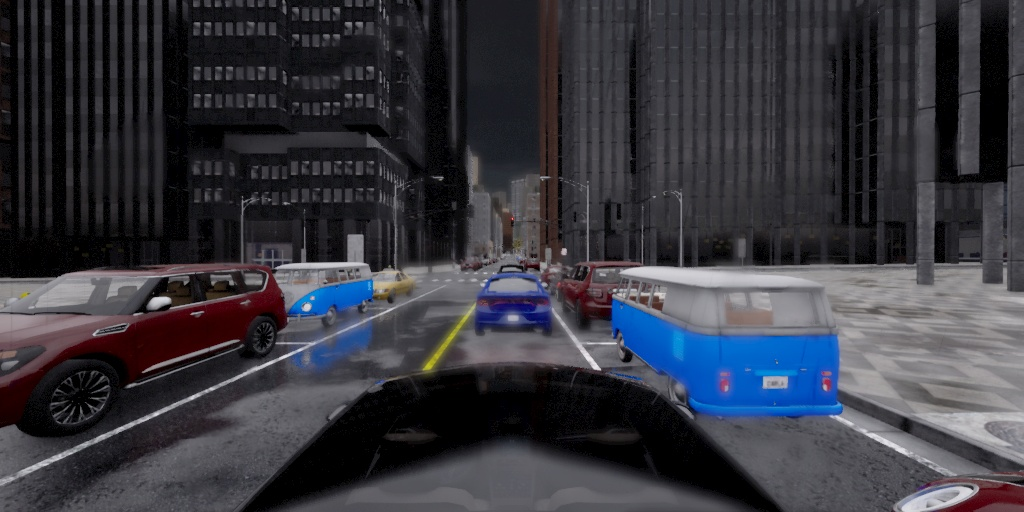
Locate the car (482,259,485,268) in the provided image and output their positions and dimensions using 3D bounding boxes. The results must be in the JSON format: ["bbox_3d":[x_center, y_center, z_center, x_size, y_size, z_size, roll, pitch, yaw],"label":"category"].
[{"bbox_3d":[-5.762,1.090,54.882,2.192,1.841,5.009,0,0,0],"label":"car"}]

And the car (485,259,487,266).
[{"bbox_3d":[-5.762,1.348,60.525,1.948,1.339,4.313,0,0,0],"label":"car"}]

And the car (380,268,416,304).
[{"bbox_3d":[-5.763,1.276,16.505,1.751,1.417,4.829,0,0,0],"label":"car"}]

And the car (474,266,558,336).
[{"bbox_3d":[0.058,1.228,10.426,1.882,1.535,5.008,0,0,1],"label":"car"}]

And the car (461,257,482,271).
[{"bbox_3d":[-5.762,1.084,49.239,2.192,1.841,5.009,0,0,0],"label":"car"}]

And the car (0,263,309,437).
[{"bbox_3d":[-5.765,1.064,5.626,2.192,1.841,5.009,0,0,0],"label":"car"}]

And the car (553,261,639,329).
[{"bbox_3d":[2.766,1.064,11.138,2.192,1.841,5.009,0,0,0],"label":"car"}]

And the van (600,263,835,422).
[{"bbox_3d":[2.767,1.091,5.612,1.690,1.789,3.998,0,0,0],"label":"van"}]

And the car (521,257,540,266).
[{"bbox_3d":[2.763,1.084,49.229,2.192,1.841,5.009,0,0,0],"label":"car"}]

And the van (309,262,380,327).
[{"bbox_3d":[-5.764,1.090,11.151,1.690,1.789,3.998,0,0,0],"label":"van"}]

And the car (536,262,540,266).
[{"bbox_3d":[2.763,1.297,22.189,1.888,1.381,4.507,0,0,0],"label":"car"}]

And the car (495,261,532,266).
[{"bbox_3d":[0.001,1.257,20.797,1.837,1.490,4.892,0,0,0],"label":"car"}]

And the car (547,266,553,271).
[{"bbox_3d":[2.764,1.301,16.663,2.007,1.370,4.403,0,0,0],"label":"car"}]
